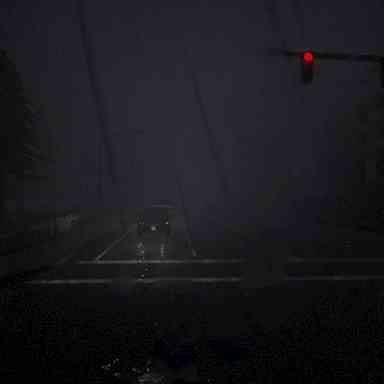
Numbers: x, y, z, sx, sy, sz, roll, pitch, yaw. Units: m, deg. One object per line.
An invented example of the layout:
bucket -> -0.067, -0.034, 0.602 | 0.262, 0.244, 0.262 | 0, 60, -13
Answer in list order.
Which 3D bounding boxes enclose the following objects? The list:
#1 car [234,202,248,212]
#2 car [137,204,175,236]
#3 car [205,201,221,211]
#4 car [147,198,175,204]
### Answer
car -> 7.221, 2.115, 49.040 | 2.033, 1.411, 5.357 | 0, -1, 4
car -> -2.178, 1.692, 19.963 | 2.128, 1.511, 4.902 | 0, -1, -4
car -> 3.119, 2.099, 49.779 | 2.033, 1.411, 5.357 | 0, -1, -3
car -> -2.810, 1.528, 30.208 | 2.150, 2.045, 5.566 | 0, -1, -3
